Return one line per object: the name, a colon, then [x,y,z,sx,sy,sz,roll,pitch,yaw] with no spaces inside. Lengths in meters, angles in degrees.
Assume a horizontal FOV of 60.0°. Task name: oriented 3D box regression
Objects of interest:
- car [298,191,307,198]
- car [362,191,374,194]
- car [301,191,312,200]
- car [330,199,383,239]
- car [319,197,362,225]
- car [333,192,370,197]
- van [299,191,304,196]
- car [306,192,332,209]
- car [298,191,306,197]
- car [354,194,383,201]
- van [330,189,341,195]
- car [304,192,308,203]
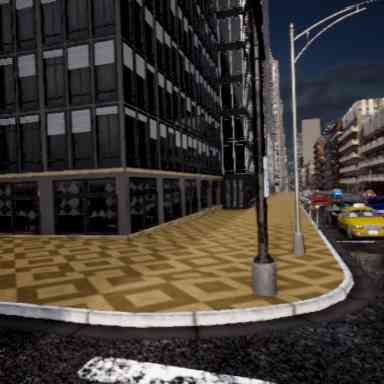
car: [26.855,0.606,80.930,2.008,1.369,4.403,-3,0,16]
car: [27.014,0.528,51.443,1.967,1.590,4.097,-3,0,16]
car: [17.399,0.946,48.348,1.887,1.381,4.507,-3,0,16]
car: [7.896,1.277,15.604,1.752,1.417,4.829,-3,0,16]
car: [9.521,1.257,21.197,1.947,1.339,4.313,-3,0,16]
car: [15.659,1.026,32.793,2.033,1.411,5.357,-2,0,17]
van: [20.542,0.627,59.210,1.690,1.788,3.998,-3,0,16]
car: [14.248,1.062,37.487,1.887,1.381,4.507,-3,0,16]
car: [28.433,0.580,86.360,1.802,1.307,4.206,-3,0,16]
car: [12.716,1.112,22.834,1.812,1.442,4.674,-2,0,16]
van: [36.465,0.083,84.025,1.690,1.788,3.998,-3,0,16]
car: [15.825,1.041,42.918,1.802,1.307,4.206,-3,0,16]
